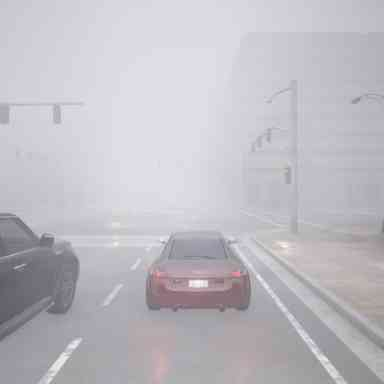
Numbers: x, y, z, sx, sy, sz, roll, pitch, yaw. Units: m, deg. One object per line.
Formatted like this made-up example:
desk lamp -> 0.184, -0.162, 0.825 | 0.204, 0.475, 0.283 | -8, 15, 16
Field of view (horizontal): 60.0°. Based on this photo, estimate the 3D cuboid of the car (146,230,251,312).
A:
car -> 0.117, 1.564, 7.784 | 1.994, 1.385, 4.181 | 0, 0, 0

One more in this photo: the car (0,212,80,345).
car -> -3.394, 1.221, 4.460 | 2.150, 2.045, 5.566 | 0, 0, 1
